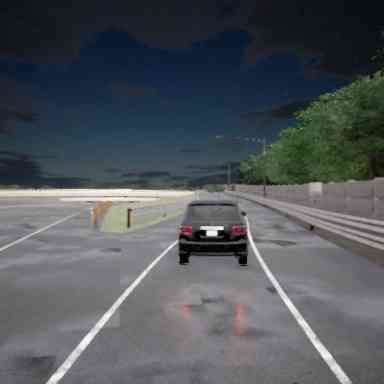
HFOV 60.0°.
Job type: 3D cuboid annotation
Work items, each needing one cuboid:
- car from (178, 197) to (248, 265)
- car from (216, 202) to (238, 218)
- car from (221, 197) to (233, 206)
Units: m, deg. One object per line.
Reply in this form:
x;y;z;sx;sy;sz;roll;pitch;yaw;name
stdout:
0.814;1.288;12.129;2.150;2.045;5.566;0;0;5;car
3.477;1.712;32.361;1.994;1.385;4.181;0;0;7;car
5.906;1.547;56.549;1.895;1.301;4.718;0;1;5;car
